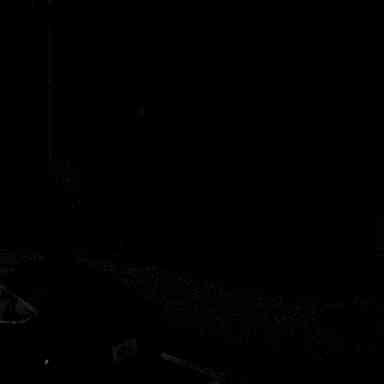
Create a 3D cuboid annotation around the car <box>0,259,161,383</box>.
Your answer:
[{"bbox_3d":[-2.353,1.607,4.482,4.313,1.339,1.947,-1,0,35],"label":"car"}]
